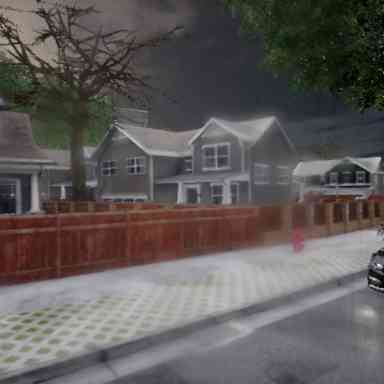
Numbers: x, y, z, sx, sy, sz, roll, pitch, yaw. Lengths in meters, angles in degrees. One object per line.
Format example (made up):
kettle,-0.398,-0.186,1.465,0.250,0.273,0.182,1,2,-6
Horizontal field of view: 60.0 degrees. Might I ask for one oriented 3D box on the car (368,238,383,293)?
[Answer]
car,5.886,1.476,7.758,4.902,1.511,2.128,0,0,-39
